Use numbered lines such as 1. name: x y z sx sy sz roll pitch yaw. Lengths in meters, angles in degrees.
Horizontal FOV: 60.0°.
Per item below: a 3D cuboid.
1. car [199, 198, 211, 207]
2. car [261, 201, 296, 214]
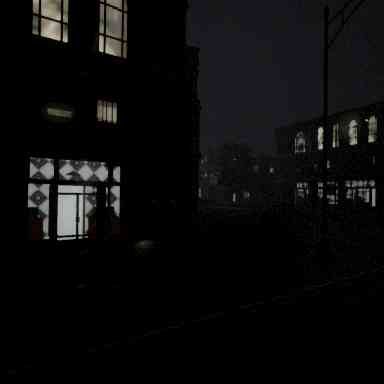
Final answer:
1. car: 1.375 1.619 52.117 1.887 1.381 4.507 1 -1 -27
2. car: 9.442 1.622 36.635 2.008 1.369 4.403 1 -1 -27
